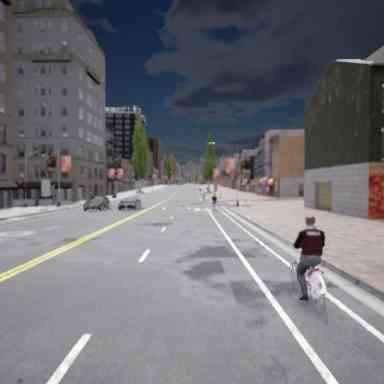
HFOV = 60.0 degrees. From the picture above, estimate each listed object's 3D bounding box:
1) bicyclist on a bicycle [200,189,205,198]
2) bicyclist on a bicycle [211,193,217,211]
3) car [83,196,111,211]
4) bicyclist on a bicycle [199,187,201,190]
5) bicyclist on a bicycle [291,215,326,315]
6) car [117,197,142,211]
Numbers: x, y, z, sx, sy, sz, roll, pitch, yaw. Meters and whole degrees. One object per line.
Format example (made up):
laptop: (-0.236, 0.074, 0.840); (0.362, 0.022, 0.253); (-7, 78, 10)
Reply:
bicyclist on a bicycle: (2.371, 0.574, 65.373); (0.866, 1.612, 1.509); (0, 1, 0)
bicyclist on a bicycle: (2.305, 1.027, 34.418); (0.659, 1.776, 1.843); (0, 1, 0)
car: (-9.738, 1.165, 34.340); (1.837, 1.490, 4.892); (0, 0, 1)
bicyclist on a bicycle: (2.397, -0.426, 95.223); (0.659, 1.776, 1.843); (0, 2, 0)
bicyclist on a bicycle: (2.260, 1.321, 6.569); (0.659, 1.776, 1.843); (0, 1, 0)
car: (-6.475, 1.194, 35.337); (2.033, 1.411, 5.357); (0, 1, 0)
